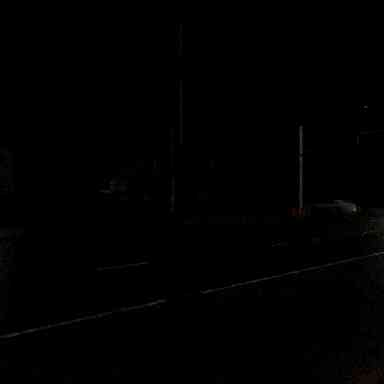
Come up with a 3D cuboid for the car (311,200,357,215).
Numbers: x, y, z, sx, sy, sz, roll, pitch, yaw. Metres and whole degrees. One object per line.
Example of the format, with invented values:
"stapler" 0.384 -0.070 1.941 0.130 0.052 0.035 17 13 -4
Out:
"car" 14.709 1.525 34.673 1.812 1.442 4.674 0 0 -36
